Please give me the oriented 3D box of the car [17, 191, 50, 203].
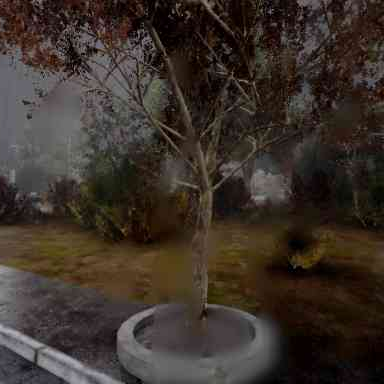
[{"bbox_3d":[-21.349,0.886,45.901,2.150,2.045,5.566,1,1,32],"label":"car"}]
